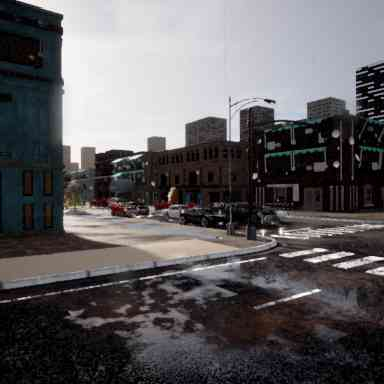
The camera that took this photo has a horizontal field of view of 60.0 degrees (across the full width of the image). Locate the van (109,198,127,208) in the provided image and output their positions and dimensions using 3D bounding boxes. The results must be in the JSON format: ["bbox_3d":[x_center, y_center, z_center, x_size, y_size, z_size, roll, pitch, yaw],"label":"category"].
[{"bbox_3d":[-13.195,1.905,58.861,1.690,1.788,3.998,-1,0,-35],"label":"van"}]

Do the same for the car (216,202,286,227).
[{"bbox_3d":[4.189,1.546,24.246,2.097,1.767,4.553,-1,0,-34],"label":"car"}]

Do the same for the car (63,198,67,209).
[{"bbox_3d":[-23.128,2.232,58.388,1.752,1.417,4.829,-1,0,-35],"label":"car"}]

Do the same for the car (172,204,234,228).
[{"bbox_3d":[0.713,1.813,24.563,1.947,1.339,4.313,-2,0,-35],"label":"car"}]

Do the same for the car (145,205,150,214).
[{"bbox_3d":[-6.814,1.917,39.890,1.837,1.490,4.892,-1,0,-35],"label":"car"}]

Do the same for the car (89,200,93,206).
[{"bbox_3d":[-19.594,2.226,67.891,1.887,1.381,4.507,-1,0,-35],"label":"car"}]

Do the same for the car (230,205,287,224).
[{"bbox_3d":[5.446,1.789,27.736,1.895,1.301,4.718,-1,0,-33],"label":"car"}]

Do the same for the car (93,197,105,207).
[{"bbox_3d":[-16.398,1.938,63.376,2.192,1.841,5.009,-1,0,-35],"label":"car"}]

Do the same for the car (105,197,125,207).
[{"bbox_3d":[-11.363,1.868,51.818,2.097,1.767,4.553,-1,0,-35],"label":"car"}]

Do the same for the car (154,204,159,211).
[{"bbox_3d":[-3.582,1.964,45.317,1.802,1.307,4.206,-2,0,-35],"label":"car"}]

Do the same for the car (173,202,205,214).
[{"bbox_3d":[-0.381,1.902,40.802,1.802,1.307,4.206,-2,0,-35],"label":"car"}]

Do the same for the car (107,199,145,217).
[{"bbox_3d":[-7.219,1.845,35.952,1.967,1.590,4.097,-1,0,-35],"label":"car"}]

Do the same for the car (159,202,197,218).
[{"bbox_3d":[-0.906,1.897,31.549,1.895,1.301,4.718,-1,0,-35],"label":"car"}]
